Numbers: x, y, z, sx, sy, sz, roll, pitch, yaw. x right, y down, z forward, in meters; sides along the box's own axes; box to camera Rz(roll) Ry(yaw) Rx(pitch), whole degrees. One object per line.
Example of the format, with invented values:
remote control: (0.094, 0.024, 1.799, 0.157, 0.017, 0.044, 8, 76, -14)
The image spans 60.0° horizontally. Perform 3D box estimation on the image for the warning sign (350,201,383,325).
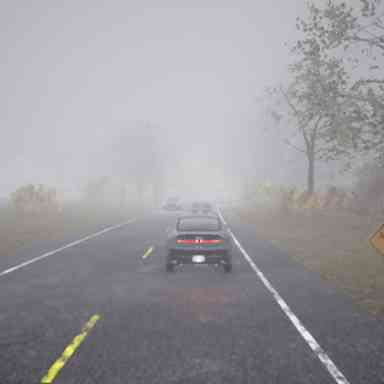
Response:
warning sign: (3.576, 1.098, 5.624, 1.300, 1.860, 1.060, -1, 0, 1)

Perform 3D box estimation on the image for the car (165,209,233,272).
car: (0.220, 1.467, 10.689, 1.837, 1.490, 4.892, 0, -1, 1)

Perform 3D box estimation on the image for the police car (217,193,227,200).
police car: (7.780, 1.394, 90.051, 1.930, 1.638, 5.238, 0, 0, 8)

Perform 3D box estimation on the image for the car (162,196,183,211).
car: (-2.220, 1.275, 39.688, 2.097, 1.767, 4.553, 0, 0, 4)

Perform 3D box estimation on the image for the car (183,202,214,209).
car: (0.690, 1.484, 25.712, 2.033, 1.411, 5.357, 0, 0, 3)
